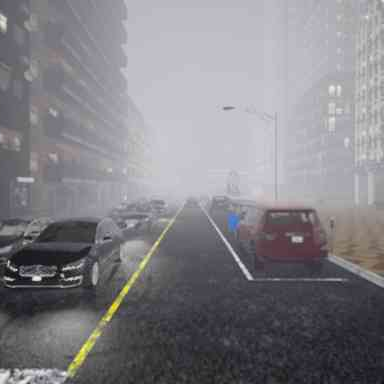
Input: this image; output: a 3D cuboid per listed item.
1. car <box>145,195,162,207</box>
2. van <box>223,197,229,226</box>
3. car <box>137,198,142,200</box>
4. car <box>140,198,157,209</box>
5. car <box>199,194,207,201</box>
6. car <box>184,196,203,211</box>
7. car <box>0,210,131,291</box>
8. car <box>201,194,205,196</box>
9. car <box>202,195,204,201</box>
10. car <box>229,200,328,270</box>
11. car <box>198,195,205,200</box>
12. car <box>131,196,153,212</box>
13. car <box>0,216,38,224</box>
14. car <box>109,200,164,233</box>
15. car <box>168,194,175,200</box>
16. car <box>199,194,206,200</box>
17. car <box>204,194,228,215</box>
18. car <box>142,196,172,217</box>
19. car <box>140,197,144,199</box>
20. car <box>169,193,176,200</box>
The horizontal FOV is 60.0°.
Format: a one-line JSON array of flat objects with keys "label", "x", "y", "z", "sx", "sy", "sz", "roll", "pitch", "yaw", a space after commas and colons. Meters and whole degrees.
[{"label": "car", "x": -5.699, "y": 1.323, "z": 49.558, "sx": 1.967, "sy": 1.590, "sz": 4.097, "roll": 0, "pitch": 0, "yaw": 0}, {"label": "van", "x": 2.686, "y": 1.299, "z": 16.398, "sx": 1.690, "sy": 1.788, "sz": 3.998, "roll": 0, "pitch": 0, "yaw": 0}, {"label": "car", "x": -5.695, "y": 1.470, "z": 27.451, "sx": 2.008, "sy": 1.369, "sz": 4.403, "roll": 0, "pitch": 0, "yaw": 0}, {"label": "car", "x": -5.698, "y": 1.473, "z": 44.032, "sx": 1.802, "sy": 1.307, "sz": 4.206, "roll": 0, "pitch": 0, "yaw": 0}, {"label": "car", "x": 2.677, "y": 1.305, "z": 82.718, "sx": 1.967, "sy": 1.590, "sz": 4.097, "roll": 0, "pitch": 0, "yaw": 0}, {"label": "car", "x": -0.003, "y": 1.472, "z": 40.065, "sx": 1.994, "sy": 1.385, "sz": 4.181, "roll": 0, "pitch": 0, "yaw": 0}, {"label": "car", "x": -3.099, "y": 1.469, "z": 9.065, "sx": 1.837, "sy": 1.490, "sz": 4.892, "roll": 0, "pitch": 0, "yaw": 0}, {"label": "car", "x": 2.381, "y": 1.229, "z": 69.105, "sx": 2.097, "sy": 1.767, "sz": 4.553, "roll": 0, "pitch": 0, "yaw": 0}, {"label": "car", "x": 2.682, "y": 1.452, "z": 44.033, "sx": 1.887, "sy": 1.381, "sz": 4.507, "roll": 0, "pitch": 0, "yaw": 0}, {"label": "car", "x": 2.686, "y": 1.286, "z": 10.872, "sx": 2.192, "sy": 1.841, "sz": 5.009, "roll": 0, "pitch": 0, "yaw": 0}, {"label": "car", "x": 2.676, "y": 1.441, "z": 93.772, "sx": 1.802, "sy": 1.307, "sz": 4.206, "roll": 0, "pitch": 0, "yaw": 0}, {"label": "car", "x": -5.697, "y": 1.340, "z": 38.505, "sx": 1.967, "sy": 1.590, "sz": 4.097, "roll": 0, "pitch": 0, "yaw": 0}, {"label": "car", "x": -5.693, "y": 1.505, "z": 10.872, "sx": 2.008, "sy": 1.369, "sz": 4.403, "roll": 0, "pitch": 0, "yaw": 0}, {"label": "car", "x": -3.097, "y": 1.431, "z": 19.465, "sx": 2.128, "sy": 1.511, "sz": 4.902, "roll": 0, "pitch": 0, "yaw": 0}, {"label": "car", "x": -5.704, "y": 1.369, "z": 93.602, "sx": 1.752, "sy": 1.417, "sz": 4.829, "roll": 0, "pitch": 0, "yaw": 0}, {"label": "car", "x": 2.677, "y": 1.387, "z": 88.415, "sx": 1.752, "sy": 1.417, "sz": 4.829, "roll": 0, "pitch": 0, "yaw": 0}, {"label": "car", "x": 2.683, "y": 1.240, "z": 32.978, "sx": 2.192, "sy": 1.841, "sz": 5.009, "roll": 0, "pitch": 0, "yaw": 0}, {"label": "car", "x": -3.081, "y": 1.424, "z": 29.881, "sx": 1.837, "sy": 1.490, "sz": 4.892, "roll": 0, "pitch": 0, "yaw": 0}, {"label": "car", "x": -5.696, "y": 1.454, "z": 32.977, "sx": 1.887, "sy": 1.381, "sz": 4.507, "roll": 0, "pitch": 0, "yaw": 0}, {"label": "car", "x": -5.703, "y": 1.394, "z": 82.718, "sx": 1.887, "sy": 1.381, "sz": 4.507, "roll": 0, "pitch": 0, "yaw": 0}]
